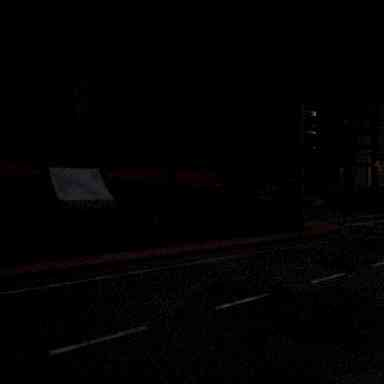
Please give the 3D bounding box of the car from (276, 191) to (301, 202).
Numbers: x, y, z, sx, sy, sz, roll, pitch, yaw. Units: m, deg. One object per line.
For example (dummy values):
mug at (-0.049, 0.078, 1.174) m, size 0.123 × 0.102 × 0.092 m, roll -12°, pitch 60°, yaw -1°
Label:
car at (16.038, 0.810, 56.978) m, size 1.905 × 1.878 × 3.866 m, roll 0°, pitch 0°, yaw -36°

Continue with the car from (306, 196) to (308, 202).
car at (18.430, 0.791, 58.690) m, size 1.905 × 1.878 × 3.866 m, roll 0°, pitch 0°, yaw -36°
